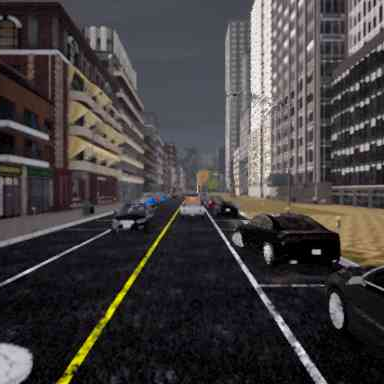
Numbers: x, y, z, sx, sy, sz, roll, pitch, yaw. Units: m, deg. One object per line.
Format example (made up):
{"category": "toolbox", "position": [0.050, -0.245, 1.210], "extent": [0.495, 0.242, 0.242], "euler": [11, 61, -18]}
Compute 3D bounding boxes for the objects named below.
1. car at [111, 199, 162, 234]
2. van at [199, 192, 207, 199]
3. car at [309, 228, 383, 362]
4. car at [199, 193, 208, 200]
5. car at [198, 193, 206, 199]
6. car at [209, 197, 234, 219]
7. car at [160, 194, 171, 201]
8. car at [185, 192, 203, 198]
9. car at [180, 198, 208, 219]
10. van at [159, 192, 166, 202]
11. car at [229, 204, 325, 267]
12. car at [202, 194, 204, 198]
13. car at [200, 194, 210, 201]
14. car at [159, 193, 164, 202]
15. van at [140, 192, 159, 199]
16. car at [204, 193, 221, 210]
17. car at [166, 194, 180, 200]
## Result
{"category": "car", "position": [-3.104, 1.355, 18.316], "extent": [2.128, 1.511, 4.902], "euler": [0, 0, 0]}
{"category": "van", "position": [2.671, 0.795, 82.184], "extent": [1.690, 1.788, 3.998], "euler": [0, 0, 0]}
{"category": "car", "position": [3.145, 1.475, 3.728], "extent": [1.837, 1.490, 4.892], "euler": [0, 0, 0]}
{"category": "car", "position": [2.672, 1.030, 76.662], "extent": [1.887, 1.381, 4.507], "euler": [0, 0, 0]}
{"category": "car", "position": [2.669, 0.974, 87.707], "extent": [2.008, 1.369, 4.403], "euler": [0, 0, 0]}
{"category": "car", "position": [2.686, 1.369, 26.957], "extent": [1.947, 1.339, 4.313], "euler": [0, 0, 0]}
{"category": "car", "position": [-5.707, 1.069, 71.137], "extent": [2.008, 1.369, 4.403], "euler": [0, 0, 0]}
{"category": "car", "position": [0.078, 1.019, 47.385], "extent": [2.097, 1.767, 4.553], "euler": [0, 0, 0]}
{"category": "car", "position": [0.053, 1.403, 27.145], "extent": [1.895, 1.301, 4.718], "euler": [0, 0, 0]}
{"category": "van", "position": [-5.703, 0.926, 60.090], "extent": [1.690, 1.788, 3.998], "euler": [0, 0, 0]}
{"category": "car", "position": [2.902, 1.393, 11.177], "extent": [1.882, 1.535, 5.008], "euler": [0, 1, -9]}
{"category": "car", "position": [2.682, 1.244, 43.525], "extent": [2.008, 1.369, 4.403], "euler": [0, 0, 0]}
{"category": "car", "position": [2.674, 1.084, 71.139], "extent": [1.947, 1.339, 4.313], "euler": [0, 0, 0]}
{"category": "car", "position": [-5.701, 1.201, 49.047], "extent": [1.887, 1.381, 4.507], "euler": [0, 0, 0]}
{"category": "van", "position": [-5.699, 1.034, 43.523], "extent": [1.690, 1.788, 3.998], "euler": [0, 0, 0]}
{"category": "car", "position": [2.684, 1.170, 38.001], "extent": [1.967, 1.590, 4.097], "euler": [0, 0, 0]}
{"category": "car", "position": [-3.016, 0.796, 59.482], "extent": [1.994, 1.385, 4.181], "euler": [0, 0, 0]}
